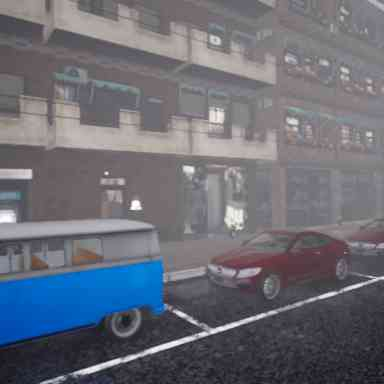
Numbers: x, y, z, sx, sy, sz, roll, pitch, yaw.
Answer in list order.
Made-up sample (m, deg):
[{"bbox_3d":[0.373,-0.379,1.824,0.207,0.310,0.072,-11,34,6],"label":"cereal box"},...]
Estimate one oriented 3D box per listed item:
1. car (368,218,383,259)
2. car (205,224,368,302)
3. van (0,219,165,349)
[{"bbox_3d":[6.876,1.553,11.439,4.206,1.307,1.802,0,-1,-35],"label":"car"},{"bbox_3d":[2.267,1.566,8.148,4.206,1.307,1.802,0,-1,-35],"label":"car"},{"bbox_3d":[-2.346,1.339,4.861,3.998,1.788,1.690,0,-1,-35],"label":"van"}]
